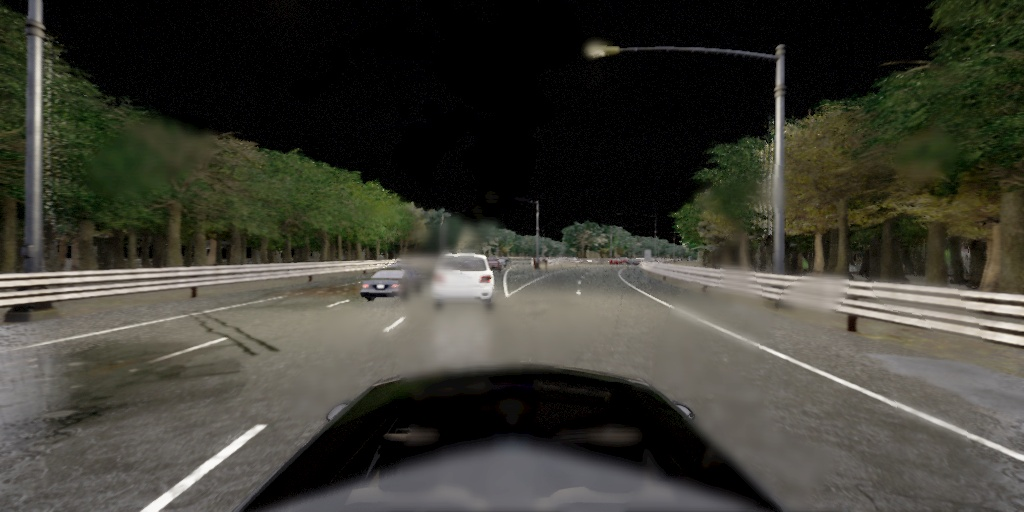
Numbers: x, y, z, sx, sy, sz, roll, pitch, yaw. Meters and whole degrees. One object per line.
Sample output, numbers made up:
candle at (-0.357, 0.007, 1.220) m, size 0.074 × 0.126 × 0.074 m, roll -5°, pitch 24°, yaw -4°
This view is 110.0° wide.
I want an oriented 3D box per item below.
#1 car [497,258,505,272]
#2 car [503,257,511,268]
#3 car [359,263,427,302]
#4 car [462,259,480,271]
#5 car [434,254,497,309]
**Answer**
car at (-2.310, 1.233, 46.500) m, size 1.812 × 1.442 × 4.674 m, roll 0°, pitch 0°, yaw 1°
car at (-1.763, 1.240, 61.582) m, size 2.033 × 1.411 × 5.357 m, roll 0°, pitch 0°, yaw 3°
car at (-5.311, 1.251, 16.686) m, size 2.033 × 1.411 × 5.357 m, roll 0°, pitch 0°, yaw -3°
car at (-5.634, 1.206, 49.439) m, size 1.812 × 1.442 × 4.674 m, roll 0°, pitch 0°, yaw 2°
car at (-1.823, 0.955, 14.902) m, size 2.150 × 2.045 × 5.566 m, roll 0°, pitch 0°, yaw -3°
